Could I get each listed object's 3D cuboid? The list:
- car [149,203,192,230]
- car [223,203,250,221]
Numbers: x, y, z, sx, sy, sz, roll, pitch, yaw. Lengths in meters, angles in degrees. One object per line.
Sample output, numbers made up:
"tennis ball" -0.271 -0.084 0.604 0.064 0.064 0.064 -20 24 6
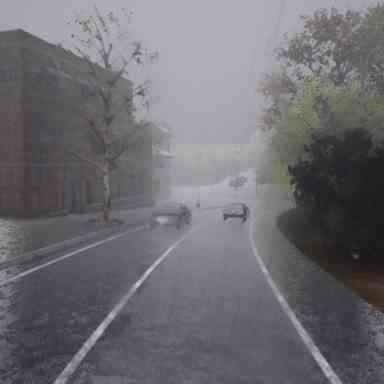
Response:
"car" -1.228 1.448 20.818 2.128 1.511 4.902 1 0 10
"car" 3.834 1.615 28.166 2.033 1.411 5.357 2 0 14
